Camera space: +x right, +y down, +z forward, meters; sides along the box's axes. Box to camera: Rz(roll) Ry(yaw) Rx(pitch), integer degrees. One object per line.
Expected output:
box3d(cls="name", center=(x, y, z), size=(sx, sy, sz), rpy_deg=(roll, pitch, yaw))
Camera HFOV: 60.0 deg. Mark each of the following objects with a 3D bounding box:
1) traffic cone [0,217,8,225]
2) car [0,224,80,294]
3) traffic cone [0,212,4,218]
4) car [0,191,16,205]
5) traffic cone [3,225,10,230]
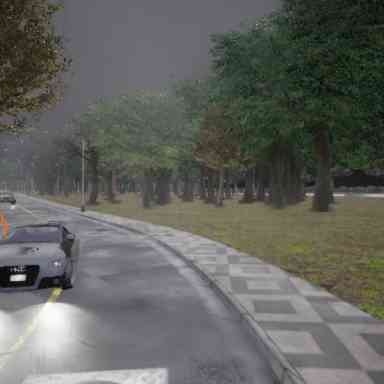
box3d(cls="traffic cone", center=(-10.656, 1.885, 19.073), size=(0.340, 0.580, 0.340), rpy_deg=(0, 0, -31))
box3d(cls="car", center=(-4.032, 1.549, 8.666), size=(1.994, 1.385, 4.181), rpy_deg=(0, 0, -15))
box3d(cls="traffic cone", center=(-13.252, 1.856, 23.346), size=(0.340, 0.580, 0.340), rpy_deg=(0, 0, -31))
box3d(cls="car", center=(-27.755, 0.834, 49.554), size=(2.150, 2.045, 5.566), rpy_deg=(0, 0, -32))
box3d(cls="traffic cone", center=(-8.380, 1.908, 14.942), size=(0.340, 0.580, 0.340), rpy_deg=(0, 0, -25))
